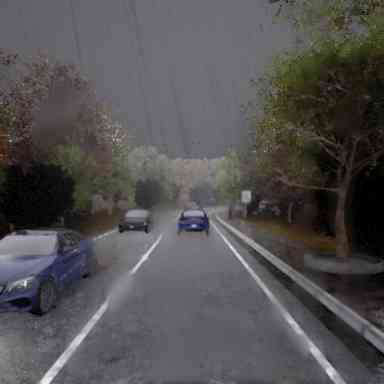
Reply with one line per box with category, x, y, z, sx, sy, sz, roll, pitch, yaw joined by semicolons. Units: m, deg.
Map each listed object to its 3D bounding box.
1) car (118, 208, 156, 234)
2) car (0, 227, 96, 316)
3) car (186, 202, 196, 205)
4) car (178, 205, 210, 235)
car;-3.553;1.852;22.190;1.882;1.535;5.008;0;-1;0
car;-3.587;1.593;7.741;1.812;1.442;4.674;0;-1;0
car;0.550;2.401;43.611;1.994;1.385;4.181;0;-2;3
car;0.115;1.836;21.400;1.882;1.535;5.008;0;-1;0
